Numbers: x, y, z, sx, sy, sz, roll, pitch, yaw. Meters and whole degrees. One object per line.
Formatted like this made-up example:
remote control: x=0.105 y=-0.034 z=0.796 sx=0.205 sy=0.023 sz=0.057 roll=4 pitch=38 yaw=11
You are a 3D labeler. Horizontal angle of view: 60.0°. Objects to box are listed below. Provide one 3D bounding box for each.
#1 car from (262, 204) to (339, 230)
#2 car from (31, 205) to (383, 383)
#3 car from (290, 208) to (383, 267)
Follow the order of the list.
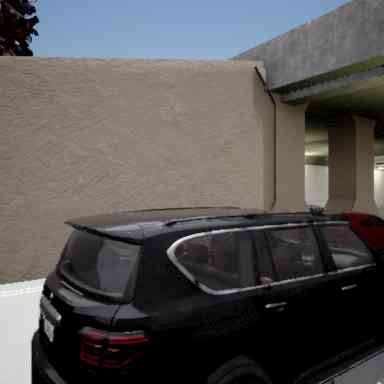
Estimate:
car: x=7.220 y=1.547 z=21.909 sx=5.357 sy=1.411 sz=2.033 roll=0 pitch=0 yaw=-35
car: x=0.991 y=1.222 z=4.326 sx=5.566 sy=2.045 sz=2.150 roll=0 pitch=0 yaw=-35
car: x=5.991 y=1.477 z=12.190 sx=5.008 sy=1.535 sz=1.882 roll=0 pitch=0 yaw=-35
